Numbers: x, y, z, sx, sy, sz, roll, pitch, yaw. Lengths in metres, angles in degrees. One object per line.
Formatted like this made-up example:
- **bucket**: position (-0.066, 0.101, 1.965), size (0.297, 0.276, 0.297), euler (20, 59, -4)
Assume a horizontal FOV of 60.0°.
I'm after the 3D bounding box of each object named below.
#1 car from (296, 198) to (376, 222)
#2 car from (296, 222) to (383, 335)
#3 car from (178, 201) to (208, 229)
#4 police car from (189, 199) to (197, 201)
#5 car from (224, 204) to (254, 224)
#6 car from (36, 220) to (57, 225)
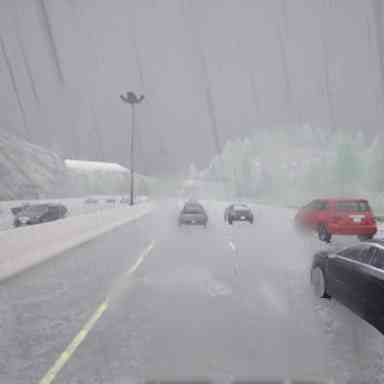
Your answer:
- **car**: position (7.102, 1.313, 16.948), size (2.150, 2.045, 5.566), euler (0, 0, 0)
- **car**: position (3.597, 1.523, 5.628), size (2.128, 1.511, 4.902), euler (0, 0, 0)
- **car**: position (0.087, 1.613, 22.571), size (2.128, 1.511, 4.902), euler (0, 0, 0)
- **police car**: position (0.075, 1.727, 41.579), size (2.038, 1.542, 4.974), euler (0, 0, 0)
- **car**: position (3.586, 1.664, 25.771), size (1.812, 1.442, 4.674), euler (0, 0, 0)
- **car**: position (-10.611, 1.617, 23.408), size (2.128, 1.511, 4.902), euler (0, 0, 0)
